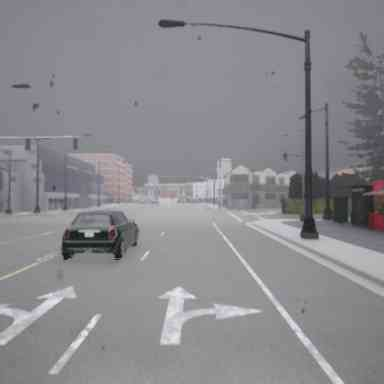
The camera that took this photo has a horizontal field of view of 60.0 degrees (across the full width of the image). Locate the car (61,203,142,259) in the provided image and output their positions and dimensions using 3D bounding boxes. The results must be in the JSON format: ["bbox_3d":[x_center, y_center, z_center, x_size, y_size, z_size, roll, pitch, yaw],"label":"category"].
[{"bbox_3d":[-3.481,1.504,13.444,2.097,1.767,4.553,0,-1,0],"label":"car"}]

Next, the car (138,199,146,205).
[{"bbox_3d":[-13.984,2.797,93.380,1.812,1.442,4.674,0,0,0],"label":"car"}]

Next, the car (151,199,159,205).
[{"bbox_3d":[-10.484,2.750,93.379,1.882,1.535,5.008,0,0,0],"label":"car"}]
